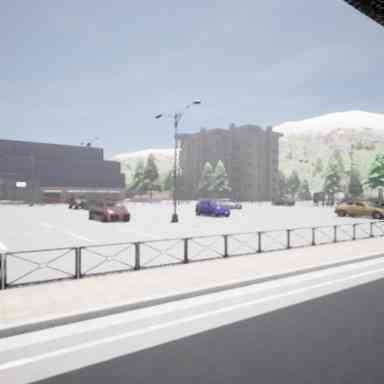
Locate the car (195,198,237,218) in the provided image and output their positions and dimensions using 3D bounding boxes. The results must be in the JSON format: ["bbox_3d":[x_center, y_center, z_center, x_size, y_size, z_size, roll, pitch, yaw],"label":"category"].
[{"bbox_3d":[1.946,1.525,30.483,1.845,1.501,3.633,1,0,-36],"label":"car"}]

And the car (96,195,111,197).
[{"bbox_3d":[-11.835,1.264,43.412,1.932,1.855,4.605,1,0,-36],"label":"car"}]

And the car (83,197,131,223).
[{"bbox_3d":[-6.180,1.397,24.669,2.007,1.523,4.514,1,0,-36],"label":"car"}]

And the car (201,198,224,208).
[{"bbox_3d":[3.311,1.738,54.175,1.845,1.501,3.633,1,0,-36],"label":"car"}]

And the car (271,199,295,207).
[{"bbox_3d":[17.606,2.054,64.197,1.837,1.490,4.892,1,0,-36],"label":"car"}]

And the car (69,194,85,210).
[{"bbox_3d":[-13.950,1.212,41.378,1.905,1.878,3.866,1,0,-36],"label":"car"}]

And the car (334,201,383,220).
[{"bbox_3d":[16.042,1.662,31.193,2.152,1.636,5.027,1,0,-36],"label":"car"}]

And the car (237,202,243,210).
[{"bbox_3d":[5.237,1.717,46.413,1.970,1.475,3.806,1,0,-36],"label":"car"}]
